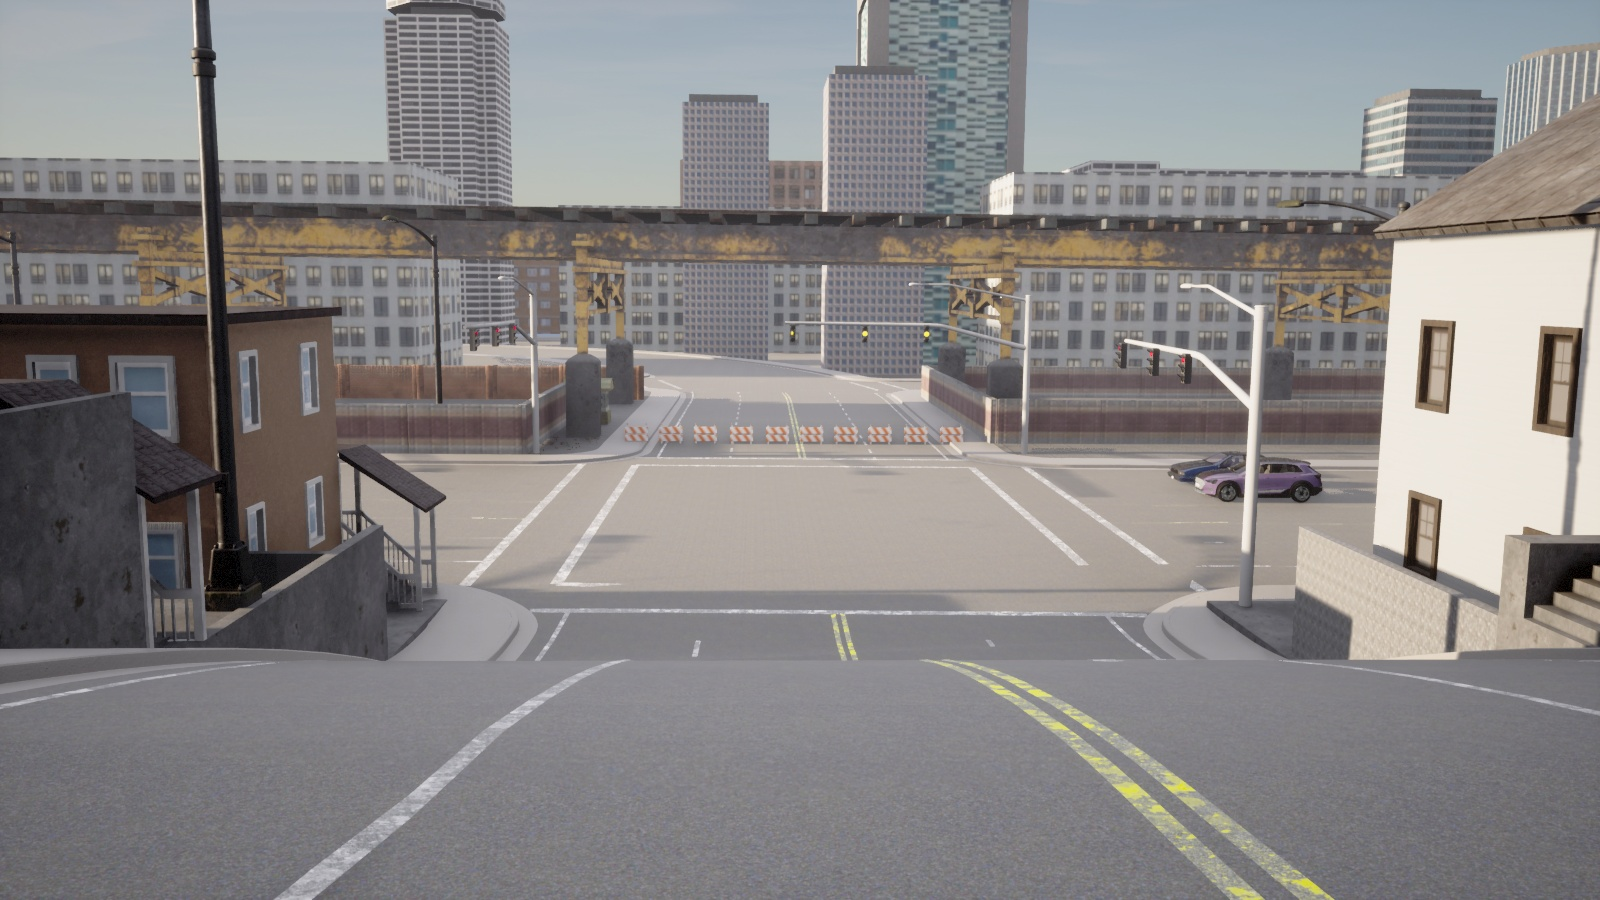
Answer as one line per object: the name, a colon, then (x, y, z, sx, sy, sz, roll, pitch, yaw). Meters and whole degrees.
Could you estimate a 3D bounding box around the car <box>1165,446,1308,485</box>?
car: (18.585, 0.645, 53.630, 5.357, 1.411, 2.033, 0, 8, 0)

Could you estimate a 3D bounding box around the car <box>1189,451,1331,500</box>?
car: (18.321, 0.991, 50.140, 4.856, 1.649, 2.033, 0, 8, 0)
